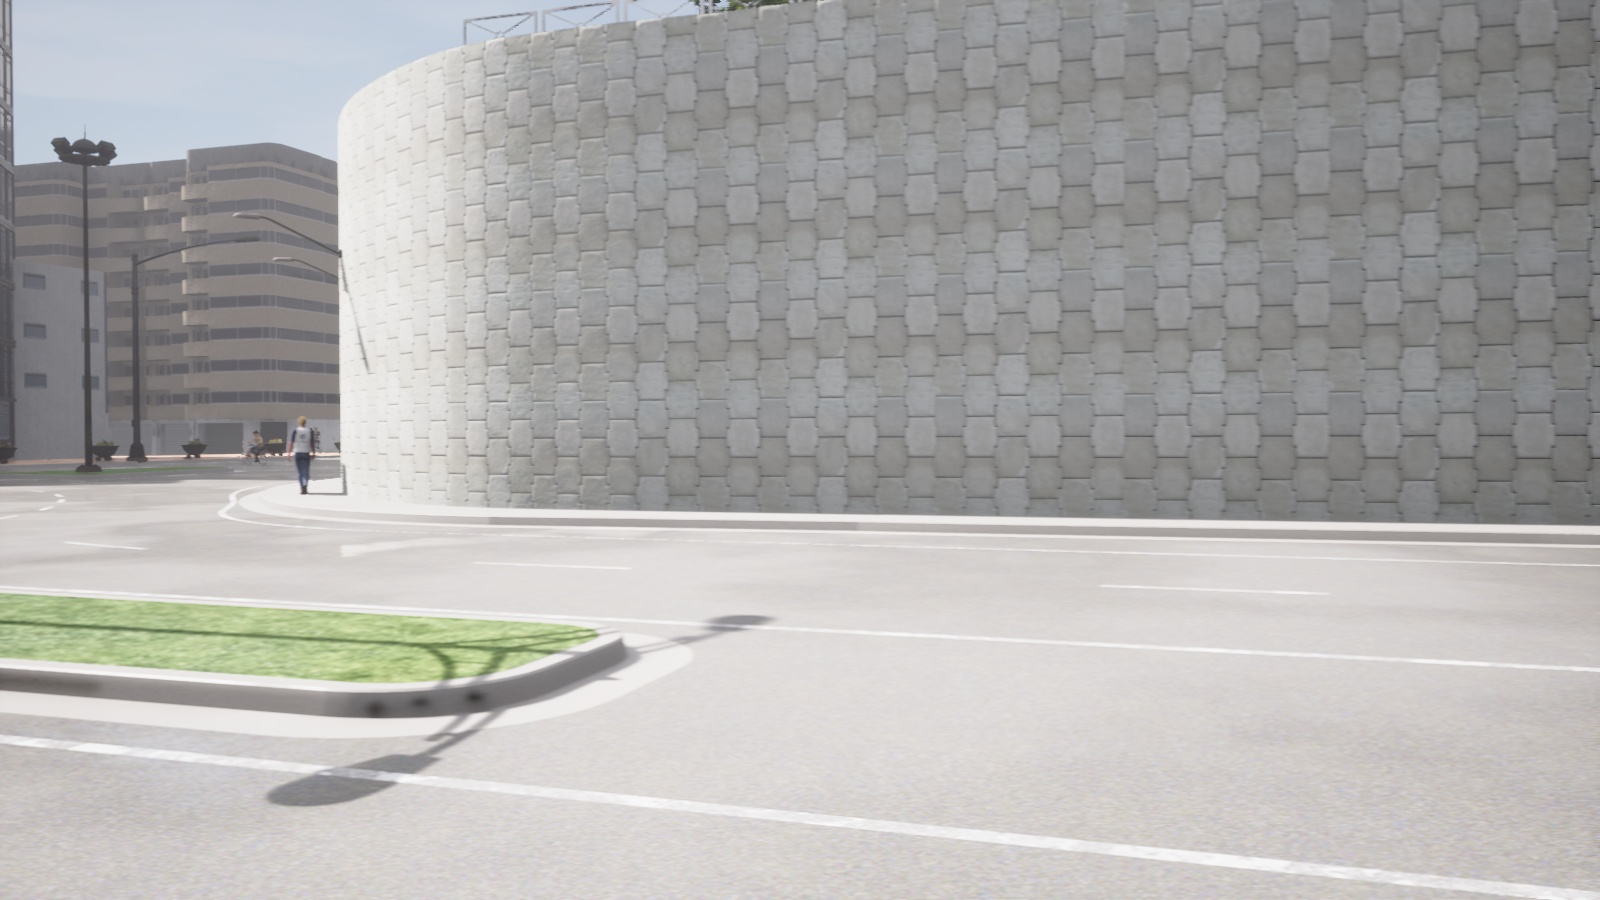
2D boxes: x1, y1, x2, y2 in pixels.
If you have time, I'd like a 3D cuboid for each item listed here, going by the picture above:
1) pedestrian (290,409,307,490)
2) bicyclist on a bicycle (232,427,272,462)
[{"bbox_3d":[-11.444,-0.022,28.661,0.354,1.836,0.706,0,1,-20],"label":"pedestrian"},{"bbox_3d":[-25.371,-0.267,58.154,0.866,1.612,1.509,0,1,21],"label":"bicyclist on a bicycle"}]
